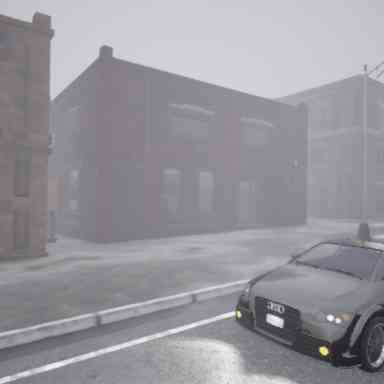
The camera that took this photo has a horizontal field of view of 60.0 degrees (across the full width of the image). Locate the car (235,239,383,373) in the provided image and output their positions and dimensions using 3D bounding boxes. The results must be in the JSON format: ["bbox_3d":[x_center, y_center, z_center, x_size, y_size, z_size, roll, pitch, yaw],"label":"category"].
[{"bbox_3d":[2.739,1.553,5.629,4.181,1.385,1.994,0,0,-35],"label":"car"}]
